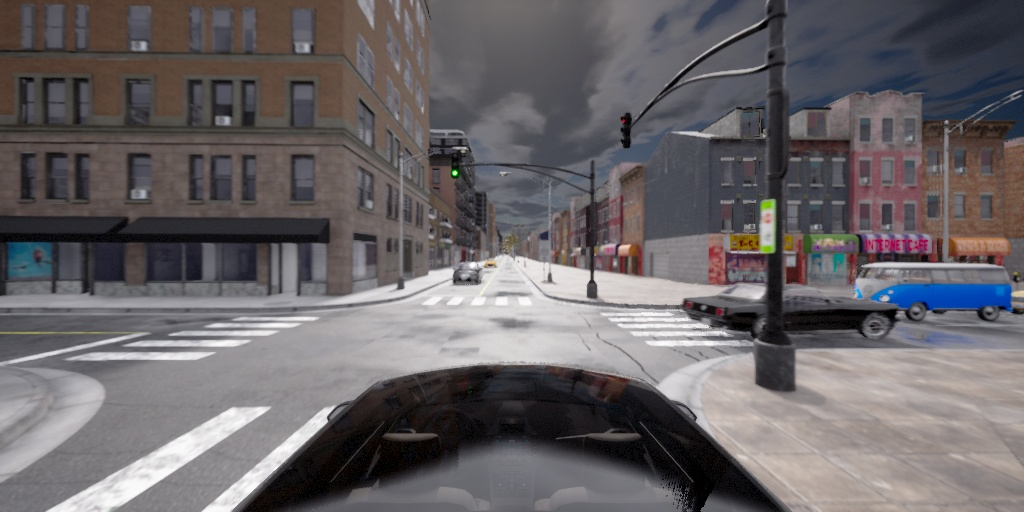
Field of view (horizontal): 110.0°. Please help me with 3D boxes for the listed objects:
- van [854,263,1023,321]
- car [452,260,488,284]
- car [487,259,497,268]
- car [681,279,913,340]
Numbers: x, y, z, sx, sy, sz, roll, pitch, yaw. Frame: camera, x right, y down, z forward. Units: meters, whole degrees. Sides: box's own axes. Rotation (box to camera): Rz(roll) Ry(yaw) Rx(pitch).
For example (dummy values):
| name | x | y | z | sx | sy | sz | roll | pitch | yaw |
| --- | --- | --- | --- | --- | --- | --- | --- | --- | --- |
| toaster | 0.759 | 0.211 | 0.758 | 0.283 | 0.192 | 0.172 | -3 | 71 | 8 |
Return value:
| name | x | y | z | sx | sy | sz | roll | pitch | yaw |
| --- | --- | --- | --- | --- | --- | --- | --- | --- | --- |
| van | 13.589 | 1.117 | 11.758 | 3.998 | 1.789 | 1.690 | 0 | 0 | -1 |
| car | -3.194 | 1.213 | 26.271 | 2.128 | 1.511 | 4.902 | 0 | 0 | -1 |
| car | -3.532 | 1.209 | 60.332 | 1.882 | 1.535 | 5.008 | 0 | 0 | -1 |
| car | 7.105 | 1.364 | 9.281 | 4.718 | 1.301 | 1.895 | 0 | 0 | -6 |
